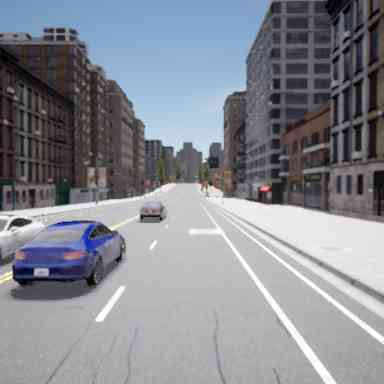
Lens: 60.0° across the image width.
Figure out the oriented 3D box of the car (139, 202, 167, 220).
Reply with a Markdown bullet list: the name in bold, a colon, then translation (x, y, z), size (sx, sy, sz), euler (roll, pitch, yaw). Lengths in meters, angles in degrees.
- **car**: translation (-3.139, 1.501, 27.436), size (2.033, 1.411, 5.357), euler (0, 0, 0)

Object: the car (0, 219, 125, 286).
- **car**: translation (-3.146, 1.507, 9.252), size (1.812, 1.442, 4.674), euler (0, 0, 0)

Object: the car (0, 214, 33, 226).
- **car**: translation (-6.588, 1.504, 11.234), size (1.812, 1.442, 4.674), euler (0, 0, 0)
